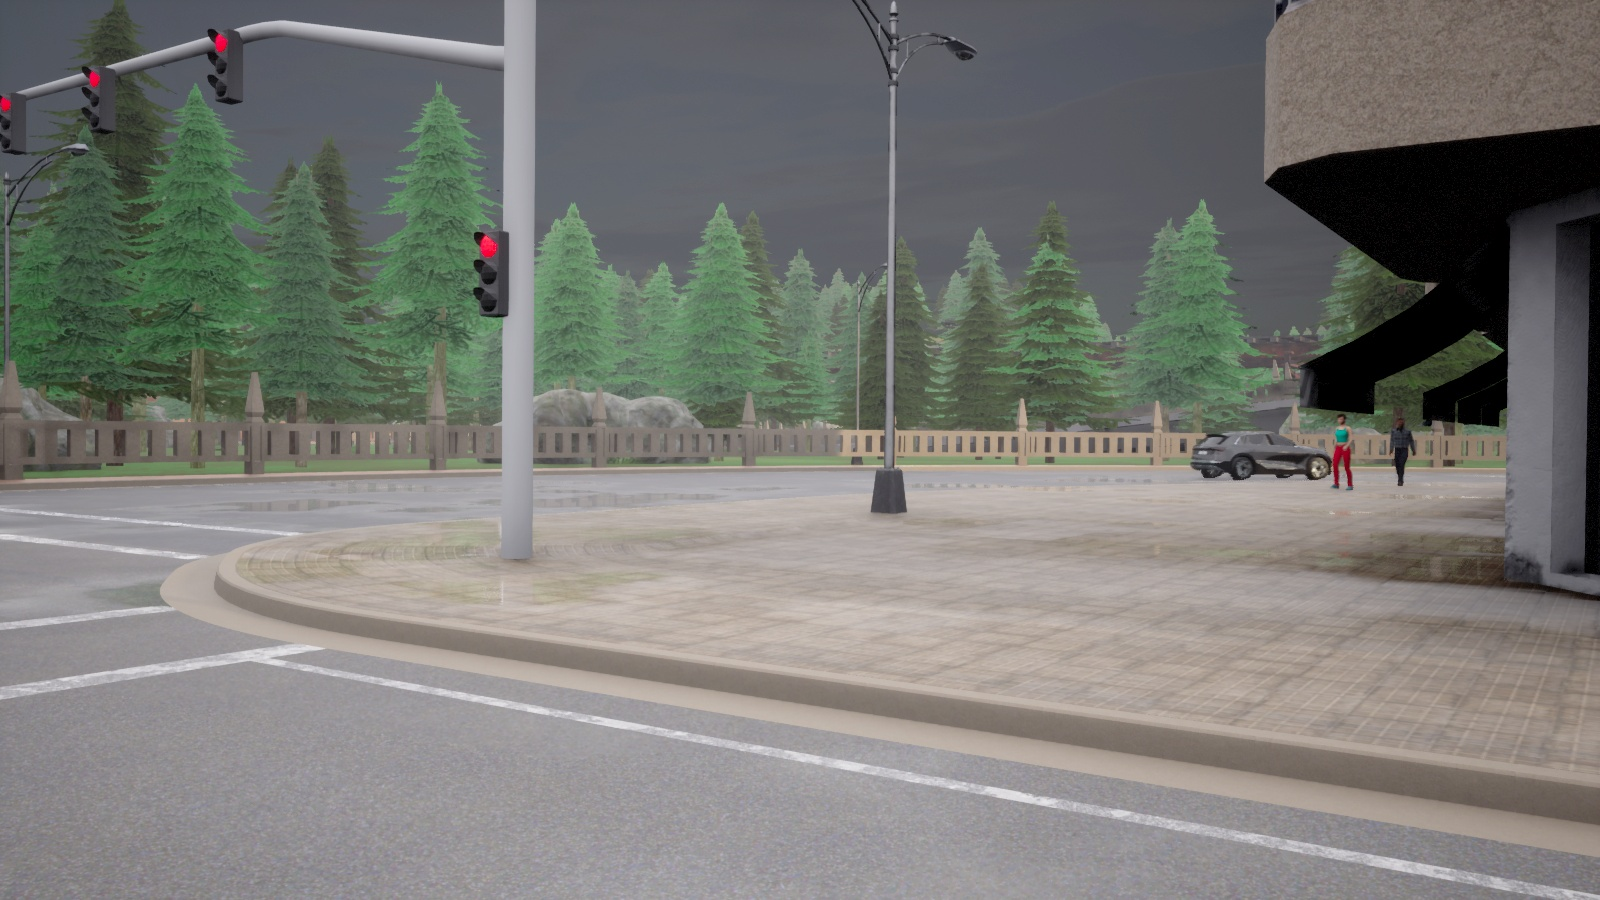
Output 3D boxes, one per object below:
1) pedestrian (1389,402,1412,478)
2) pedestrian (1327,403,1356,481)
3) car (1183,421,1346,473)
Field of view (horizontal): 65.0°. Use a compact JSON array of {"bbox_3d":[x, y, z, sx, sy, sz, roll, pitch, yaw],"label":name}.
[{"bbox_3d":[15.691,-0.264,32.817,0.423,1.949,0.788,0,1,35],"label":"pedestrian"},{"bbox_3d":[12.939,-0.197,29.998,0.594,1.836,0.345,-1,1,-30],"label":"pedestrian"},{"bbox_3d":[15.534,-0.109,42.056,4.856,1.649,2.033,-1,1,-16],"label":"car"}]
